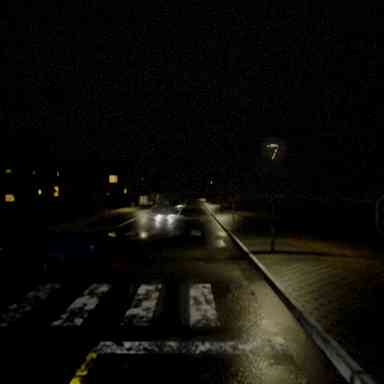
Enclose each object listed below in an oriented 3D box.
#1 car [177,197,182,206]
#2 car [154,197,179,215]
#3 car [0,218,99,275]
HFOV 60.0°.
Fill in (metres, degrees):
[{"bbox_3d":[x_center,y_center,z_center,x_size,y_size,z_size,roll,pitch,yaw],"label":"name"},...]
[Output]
[{"bbox_3d":[-2.666,1.507,54.918,1.994,1.385,4.181,0,0,0],"label":"car"},{"bbox_3d":[-2.697,1.530,33.883,1.994,1.385,4.181,0,0,0],"label":"car"},{"bbox_3d":[-5.260,1.414,8.779,5.357,1.411,2.033,5,-1,-37],"label":"car"}]
